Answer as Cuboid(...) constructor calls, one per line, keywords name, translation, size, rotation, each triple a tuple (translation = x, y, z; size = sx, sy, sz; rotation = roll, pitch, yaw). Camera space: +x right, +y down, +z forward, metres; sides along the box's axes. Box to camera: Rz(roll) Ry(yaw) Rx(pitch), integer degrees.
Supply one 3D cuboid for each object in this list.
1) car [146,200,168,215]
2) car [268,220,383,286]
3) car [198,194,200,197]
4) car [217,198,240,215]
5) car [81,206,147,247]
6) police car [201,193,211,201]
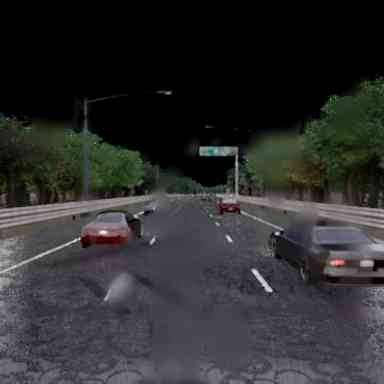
Cuboid(name="car", translation=(-3.407, 1.464, 32.187), size=(1.994, 1.385, 4.181), rotation=(0, 0, 0))
Cuboid(name="car", translation=(3.597, 1.514, 9.362), size=(2.033, 1.411, 5.357), rotation=(0, 0, 0))
Cuboid(name="car", translation=(3.504, 1.411, 89.889), size=(2.033, 1.411, 5.357), rotation=(0, 0, 0))
Cuboid(name="car", translation=(3.592, 1.376, 33.067), size=(1.882, 1.535, 5.008), rotation=(0, 0, 0))
Cuboid(name="car", translation=(-3.403, 1.512, 14.772), size=(1.994, 1.385, 4.181), rotation=(0, 0, 0))
Cuboid(name="police car", translation=(3.482, 1.350, 78.948), size=(2.038, 1.542, 4.974), rotation=(0, 0, 0))
